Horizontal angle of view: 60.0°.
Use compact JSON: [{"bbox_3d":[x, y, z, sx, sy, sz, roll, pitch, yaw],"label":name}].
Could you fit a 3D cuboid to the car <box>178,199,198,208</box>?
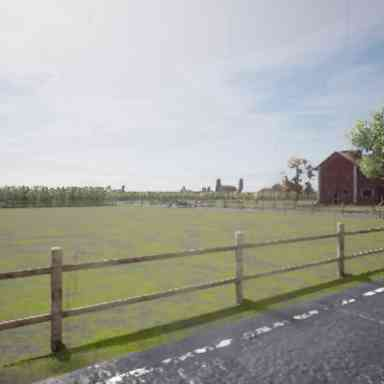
[{"bbox_3d":[-0.813,2.117,61.973,2.128,1.511,4.902,1,-1,-36],"label":"car"}]
